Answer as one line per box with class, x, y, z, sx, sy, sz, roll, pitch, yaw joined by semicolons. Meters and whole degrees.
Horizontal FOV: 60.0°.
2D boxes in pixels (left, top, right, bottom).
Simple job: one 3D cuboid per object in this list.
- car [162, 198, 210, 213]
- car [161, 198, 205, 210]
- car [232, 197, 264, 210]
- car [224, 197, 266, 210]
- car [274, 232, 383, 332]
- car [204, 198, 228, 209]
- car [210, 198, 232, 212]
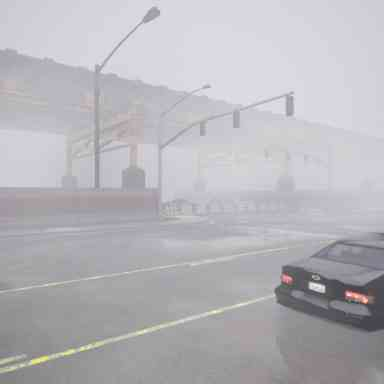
car;-0.879;1.455;35.958;4.974;1.542;2.038;0;0;7
car;-0.930;1.297;35.965;4.536;1.218;1.853;0;0;7
car;6.658;1.299;42.475;4.536;1.218;1.853;0;0;-8
car;6.710;1.456;42.482;4.974;1.542;2.038;0;0;-8
car;4.003;1.548;6.709;5.357;1.411;2.033;0;0;-36
car;2.854;1.298;38.731;1.853;1.218;4.536;0;0;17
car;2.838;1.455;38.682;2.038;1.542;4.974;0;0;17
